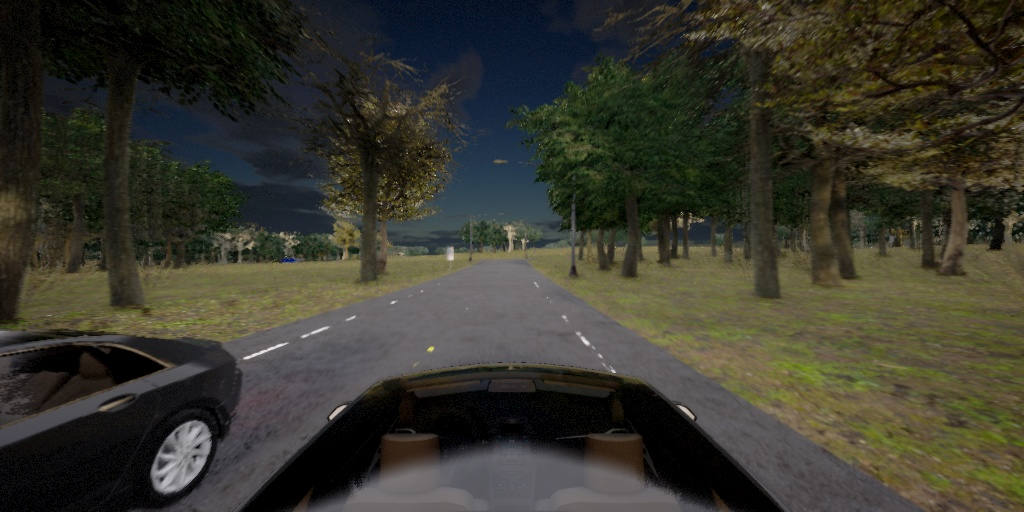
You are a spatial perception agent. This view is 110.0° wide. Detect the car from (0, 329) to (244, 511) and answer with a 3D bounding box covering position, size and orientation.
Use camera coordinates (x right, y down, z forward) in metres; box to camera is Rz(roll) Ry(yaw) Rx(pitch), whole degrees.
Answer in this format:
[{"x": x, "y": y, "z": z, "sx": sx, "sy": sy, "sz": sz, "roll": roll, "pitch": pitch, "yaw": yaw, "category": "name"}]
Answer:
[{"x": -3.601, "y": 1.249, "z": 1.566, "sx": 1.837, "sy": 1.490, "sz": 4.892, "roll": 0, "pitch": 0, "yaw": 0, "category": "car"}]
